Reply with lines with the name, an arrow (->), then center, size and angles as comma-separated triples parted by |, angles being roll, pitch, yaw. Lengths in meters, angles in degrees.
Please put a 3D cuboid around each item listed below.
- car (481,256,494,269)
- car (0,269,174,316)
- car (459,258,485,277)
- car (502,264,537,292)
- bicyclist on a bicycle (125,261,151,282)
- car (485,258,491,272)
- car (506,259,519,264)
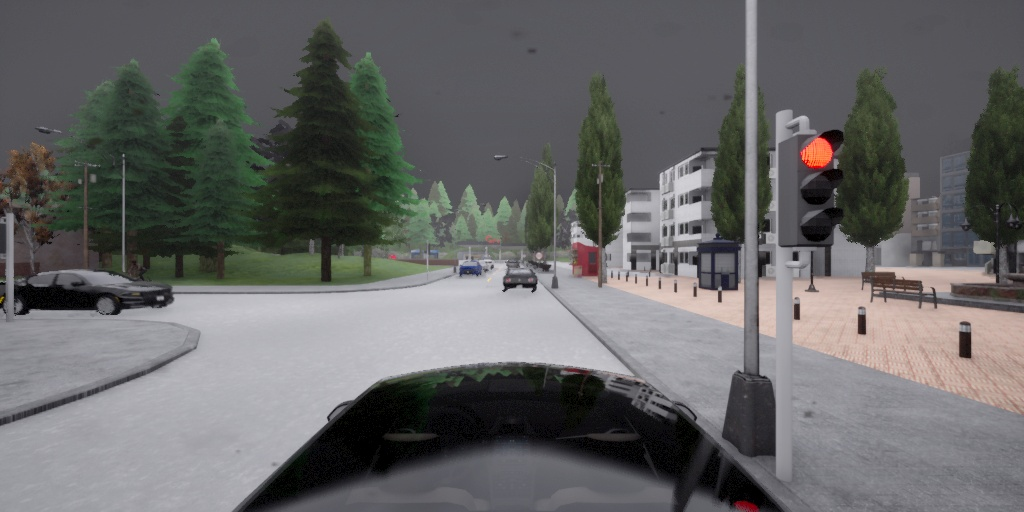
car -> -4.025, 0.970, 56.389 | 2.150, 2.045, 5.566 | 0, 0, 0
car -> -14.988, 1.227, 12.730 | 5.008, 1.535, 1.882 | 0, 0, 0
car -> -4.089, 1.227, 35.828 | 1.882, 1.535, 5.008 | 0, 0, 0
car -> 0.432, 1.350, 21.426 | 1.895, 1.301, 4.718 | 0, 0, 1
bicyclist on a bicycle -> -22.137, 1.099, 21.137 | 0.582, 1.620, 1.656 | 0, 0, 0
car -> -4.070, 1.274, 45.989 | 1.812, 1.442, 4.674 | 0, 0, 0
car -> 0.132, 1.240, 53.637 | 2.128, 1.511, 4.902 | 0, 0, 0
